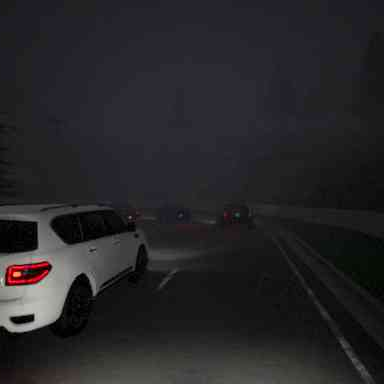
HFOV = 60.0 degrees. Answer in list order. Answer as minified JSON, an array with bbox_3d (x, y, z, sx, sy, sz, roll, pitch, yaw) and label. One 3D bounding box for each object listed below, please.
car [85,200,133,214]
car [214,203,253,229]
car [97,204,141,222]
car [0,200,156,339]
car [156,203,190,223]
[{"bbox_3d":[-9.476,1.677,37.833,4.902,1.511,2.128,0,-1,18],"label":"car"},{"bbox_3d":[2.792,1.507,23.097,2.097,1.767,4.553,0,0,-2],"label":"car"},{"bbox_3d":[-6.364,1.746,28.557,1.895,1.301,4.718,1,-1,-38],"label":"car"},{"bbox_3d":[-2.587,1.252,6.951,2.150,2.045,5.566,0,0,8],"label":"car"},{"bbox_3d":[-1.666,1.638,27.392,1.882,1.535,5.008,1,-1,-20],"label":"car"}]
